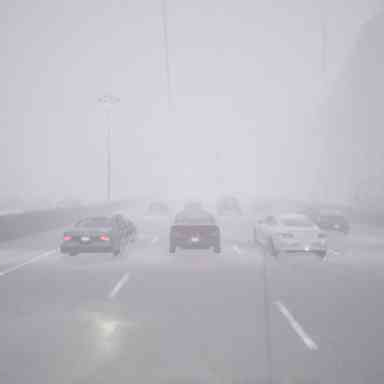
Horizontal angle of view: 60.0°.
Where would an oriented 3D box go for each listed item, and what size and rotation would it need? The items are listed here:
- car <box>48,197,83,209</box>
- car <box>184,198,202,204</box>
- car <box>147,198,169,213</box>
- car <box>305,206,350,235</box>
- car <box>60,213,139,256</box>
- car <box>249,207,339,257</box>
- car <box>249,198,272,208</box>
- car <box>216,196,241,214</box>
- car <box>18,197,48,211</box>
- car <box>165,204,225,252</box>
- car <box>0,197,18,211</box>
[{"bbox_3d":[-14.078,1.302,38.144,2.128,1.511,4.902,0,1,0],"label":"car"},{"bbox_3d":[0.113,1.374,34.651,1.812,1.442,4.674,0,1,0],"label":"car"},{"bbox_3d":[-3.386,1.375,34.655,1.812,1.442,4.674,0,1,0],"label":"car"},{"bbox_3d":[7.092,1.498,18.620,1.812,1.442,4.674,0,0,0],"label":"car"},{"bbox_3d":[-3.394,1.541,13.122,2.033,1.411,5.357,0,0,0],"label":"car"},{"bbox_3d":[3.593,1.520,12.727,1.812,1.442,4.674,0,0,0],"label":"car"},{"bbox_3d":[7.113,1.374,34.630,1.812,1.442,4.674,0,1,0],"label":"car"},{"bbox_3d":[3.612,1.215,33.286,2.097,1.767,4.553,0,1,0],"label":"car"},{"bbox_3d":[-17.577,1.336,38.157,1.812,1.442,4.674,0,1,0],"label":"car"},{"bbox_3d":[0.106,1.469,13.815,1.882,1.535,5.008,0,0,0],"label":"car"},{"bbox_3d":[-21.077,1.288,38.127,1.882,1.535,5.008,0,1,0],"label":"car"}]
